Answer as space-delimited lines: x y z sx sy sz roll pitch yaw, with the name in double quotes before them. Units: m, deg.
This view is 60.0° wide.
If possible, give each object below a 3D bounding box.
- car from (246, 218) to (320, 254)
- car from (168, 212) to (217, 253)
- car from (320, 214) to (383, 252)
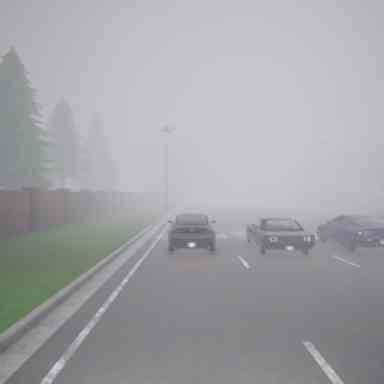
"car" 3.499 1.735 14.109 1.895 1.301 4.718 0 -1 0
"car" 0.002 1.644 14.310 1.837 1.490 4.892 0 0 0
"car" 7.003 1.663 14.378 1.812 1.442 4.674 0 0 0
